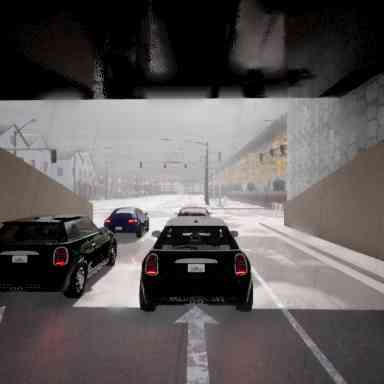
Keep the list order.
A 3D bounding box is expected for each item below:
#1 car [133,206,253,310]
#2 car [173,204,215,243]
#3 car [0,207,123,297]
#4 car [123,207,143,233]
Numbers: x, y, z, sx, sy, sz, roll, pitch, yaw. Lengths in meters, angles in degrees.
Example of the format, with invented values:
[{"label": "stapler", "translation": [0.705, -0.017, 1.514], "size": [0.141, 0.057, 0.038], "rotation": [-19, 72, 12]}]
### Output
[{"label": "car", "translation": [0.080, 1.352, 7.955], "size": [2.097, 1.767, 4.553], "rotation": [0, 0, 0]}, {"label": "car", "translation": [0.089, 1.478, 17.223], "size": [1.882, 1.535, 5.008], "rotation": [0, 0, 0]}, {"label": "car", "translation": [-3.414, 1.352, 8.718], "size": [2.097, 1.767, 4.553], "rotation": [0, 0, 0]}, {"label": "car", "translation": [-3.411, 1.526, 17.769], "size": [1.812, 1.442, 4.674], "rotation": [0, 0, 0]}]
